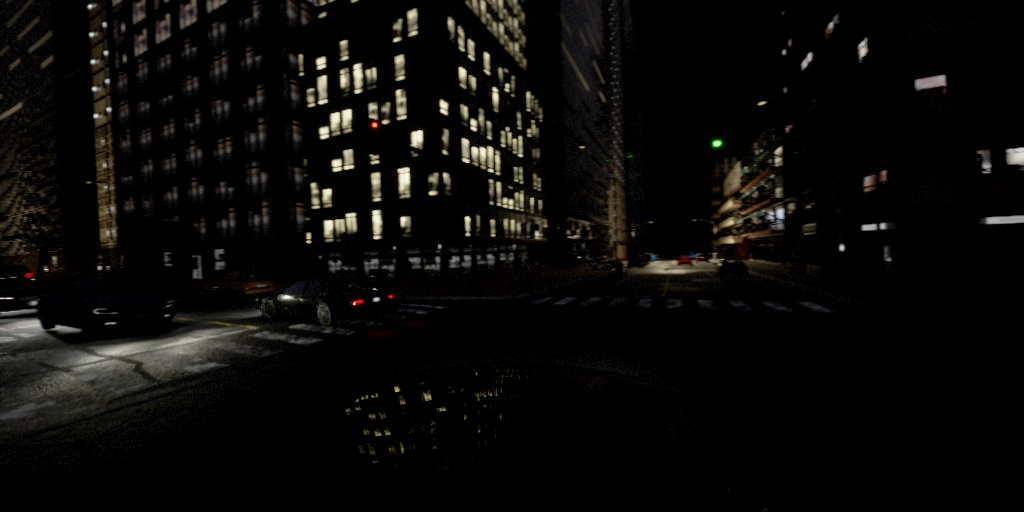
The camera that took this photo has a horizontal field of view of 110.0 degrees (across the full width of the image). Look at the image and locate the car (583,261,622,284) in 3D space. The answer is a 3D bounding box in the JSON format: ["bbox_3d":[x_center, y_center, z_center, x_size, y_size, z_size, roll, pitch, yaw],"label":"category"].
[{"bbox_3d":[6.117,1.094,24.685,1.751,1.417,4.829,0,0,25],"label":"car"}]

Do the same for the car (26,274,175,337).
[{"bbox_3d":[-13.057,1.507,11.526,5.008,1.535,1.882,-1,1,24],"label":"car"}]

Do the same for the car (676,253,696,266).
[{"bbox_3d":[22.961,0.675,47.695,1.895,1.301,4.718,-2,0,25],"label":"car"}]

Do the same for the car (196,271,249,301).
[{"bbox_3d":[-14.312,1.460,18.522,4.829,1.417,1.751,0,0,26],"label":"car"}]

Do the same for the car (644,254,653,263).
[{"bbox_3d":[20.381,0.698,55.652,1.888,1.381,4.507,0,0,25],"label":"car"}]

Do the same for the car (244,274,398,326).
[{"bbox_3d":[-6.315,1.383,12.027,5.357,1.411,2.033,0,1,28],"label":"car"}]

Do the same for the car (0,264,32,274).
[{"bbox_3d":[-39.021,1.710,27.469,5.566,2.045,2.150,-1,1,26],"label":"car"}]

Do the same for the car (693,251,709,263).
[{"bbox_3d":[30.355,0.296,57.281,1.967,1.591,4.097,0,0,25],"label":"car"}]

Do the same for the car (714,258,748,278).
[{"bbox_3d":[16.161,0.822,26.467,2.007,1.370,4.403,0,0,25],"label":"car"}]

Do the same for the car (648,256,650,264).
[{"bbox_3d":[18.016,0.804,50.516,1.802,1.307,4.207,0,0,25],"label":"car"}]

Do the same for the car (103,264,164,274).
[{"bbox_3d":[-25.075,1.470,23.707,5.009,1.841,2.192,0,0,26],"label":"car"}]

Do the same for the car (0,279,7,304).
[{"bbox_3d":[-30.039,1.974,19.654,4.718,1.301,1.895,-1,1,26],"label":"car"}]

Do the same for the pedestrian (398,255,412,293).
[{"bbox_3d":[-5.008,0.836,17.011,0.375,1.860,0.375,-2,0,26],"label":"pedestrian"}]

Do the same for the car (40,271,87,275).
[{"bbox_3d":[-35.253,1.905,28.573,4.507,1.381,1.888,0,0,26],"label":"car"}]

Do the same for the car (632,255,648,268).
[{"bbox_3d":[15.650,0.837,45.381,1.888,1.381,4.507,0,0,25],"label":"car"}]

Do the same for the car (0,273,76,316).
[{"bbox_3d":[-21.624,1.695,15.619,4.902,1.511,2.128,-1,1,26],"label":"car"}]

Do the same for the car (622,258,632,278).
[{"bbox_3d":[8.553,1.065,29.975,1.948,1.339,4.313,0,0,25],"label":"car"}]
